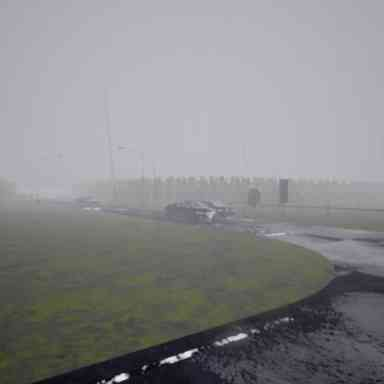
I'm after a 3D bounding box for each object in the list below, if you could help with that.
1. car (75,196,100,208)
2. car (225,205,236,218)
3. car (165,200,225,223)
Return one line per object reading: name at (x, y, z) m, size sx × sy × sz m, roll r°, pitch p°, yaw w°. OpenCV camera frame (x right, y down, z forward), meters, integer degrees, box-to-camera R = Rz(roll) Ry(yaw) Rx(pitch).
car at (-13.694, 1.232, 43.462) m, size 2.033 × 1.411 × 5.357 m, roll 0°, pitch 0°, yaw -35°
car at (1.245, 1.394, 27.405) m, size 2.033 × 1.411 × 5.357 m, roll 0°, pitch 1°, yaw -35°
car at (-0.169, 1.359, 24.239) m, size 2.128 × 1.511 × 4.902 m, roll 0°, pitch 1°, yaw -35°
